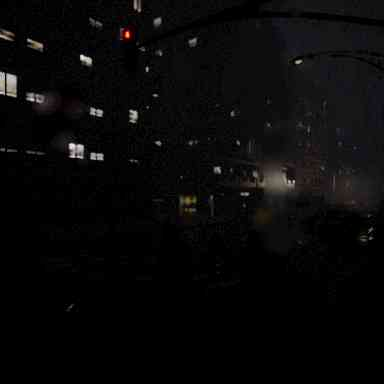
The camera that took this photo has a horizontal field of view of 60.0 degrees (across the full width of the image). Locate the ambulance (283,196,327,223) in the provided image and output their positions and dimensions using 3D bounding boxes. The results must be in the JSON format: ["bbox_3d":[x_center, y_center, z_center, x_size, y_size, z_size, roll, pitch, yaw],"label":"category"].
[{"bbox_3d":[10.553,1.569,31.462,2.351,2.431,6.366,-1,-1,35],"label":"ambulance"}]

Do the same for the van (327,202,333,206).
[{"bbox_3d":[18.098,2.168,46.874,1.690,1.788,3.998,-2,-2,35],"label":"van"}]

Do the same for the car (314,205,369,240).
[{"bbox_3d":[8.695,1.748,18.973,1.967,1.590,4.097,-2,-2,35],"label":"car"}]

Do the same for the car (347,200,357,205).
[{"bbox_3d":[31.068,2.496,65.378,2.192,1.841,5.009,-2,-2,35],"label":"car"}]

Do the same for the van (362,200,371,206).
[{"bbox_3d":[44.004,2.877,83.907,1.690,1.788,3.998,-2,-2,35],"label":"van"}]

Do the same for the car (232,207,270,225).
[{"bbox_3d":[5.031,1.996,28.225,1.752,1.417,4.829,-2,-2,35],"label":"car"}]

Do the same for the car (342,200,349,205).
[{"bbox_3d":[24.585,2.549,56.120,1.887,1.381,4.507,-2,-2,35],"label":"car"}]

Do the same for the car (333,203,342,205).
[{"bbox_3d":[21.341,2.356,51.497,1.967,1.590,4.097,-2,-2,35],"label":"car"}]
